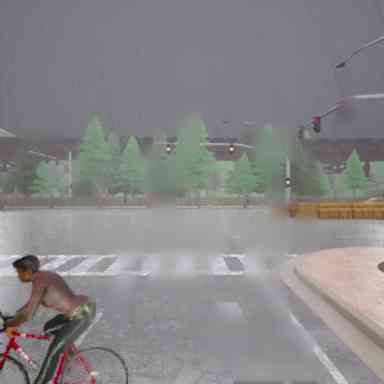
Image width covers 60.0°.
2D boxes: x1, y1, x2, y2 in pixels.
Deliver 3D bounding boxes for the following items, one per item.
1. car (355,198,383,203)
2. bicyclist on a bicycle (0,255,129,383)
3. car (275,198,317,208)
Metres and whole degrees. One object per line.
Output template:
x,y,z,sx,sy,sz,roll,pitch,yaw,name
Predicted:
21.862,1.478,40.006,5.008,1.535,1.882,0,0,-1,car
-1.470,1.451,3.317,1.656,1.620,0.582,0,0,-8,bicyclist on a bicycle
12.460,1.505,39.793,4.892,1.490,1.837,0,0,-1,car
